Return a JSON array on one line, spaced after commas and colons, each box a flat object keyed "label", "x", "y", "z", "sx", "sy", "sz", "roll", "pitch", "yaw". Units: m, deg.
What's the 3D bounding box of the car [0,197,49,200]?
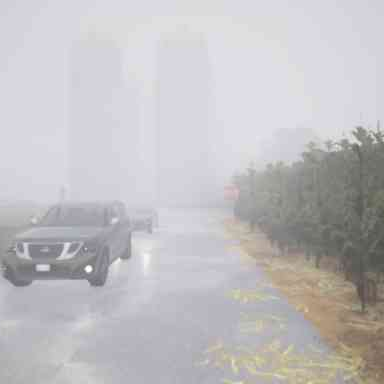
[{"label": "car", "x": -19.224, "y": 1.610, "z": 37.845, "sx": 5.357, "sy": 1.411, "sz": 2.033, "roll": 0, "pitch": 0, "yaw": 0}]

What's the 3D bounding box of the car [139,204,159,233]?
[{"label": "car", "x": -3.136, "y": 1.545, "z": 20.234, "sx": 1.882, "sy": 1.535, "sz": 5.008, "roll": 0, "pitch": 0, "yaw": 1}]

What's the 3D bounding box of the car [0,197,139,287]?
[{"label": "car", "x": -3.193, "y": 1.275, "z": 9.881, "sx": 2.150, "sy": 2.045, "sz": 5.566, "roll": 0, "pitch": 0, "yaw": 0}]

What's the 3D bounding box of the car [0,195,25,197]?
[{"label": "car", "x": -36.915, "y": 1.536, "z": 66.656, "sx": 4.611, "sy": 1.667, "sz": 2.242, "roll": 0, "pitch": 0, "yaw": 0}]
